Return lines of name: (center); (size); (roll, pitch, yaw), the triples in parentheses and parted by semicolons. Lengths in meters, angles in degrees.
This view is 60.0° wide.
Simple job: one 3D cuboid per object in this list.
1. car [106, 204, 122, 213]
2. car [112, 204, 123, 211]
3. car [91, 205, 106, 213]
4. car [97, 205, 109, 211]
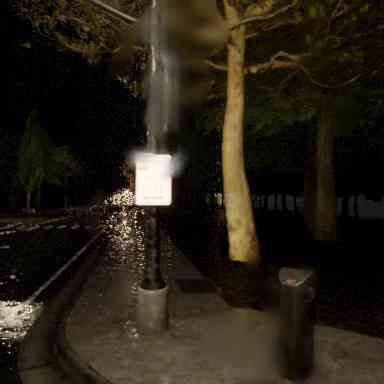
car: (-14.812, 3.182, 63.739); (1.837, 1.490, 4.892); (0, -2, -10)
car: (-16.554, 3.424, 74.021); (2.128, 1.511, 4.902); (0, -2, -10)
car: (-18.216, 3.298, 64.377); (1.895, 1.301, 4.718); (0, -2, -10)
car: (-19.904, 3.577, 74.336); (2.033, 1.411, 5.357); (0, -2, -10)
